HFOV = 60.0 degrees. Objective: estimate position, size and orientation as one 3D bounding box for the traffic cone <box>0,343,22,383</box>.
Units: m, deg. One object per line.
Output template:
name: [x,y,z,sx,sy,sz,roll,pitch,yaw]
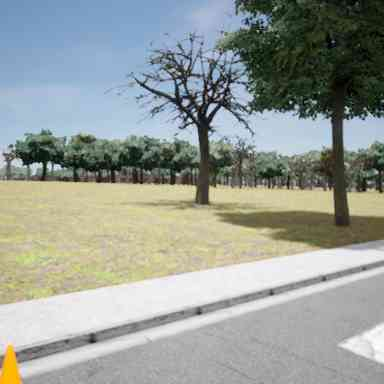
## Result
traffic cone: [-1.993,1.956,3.645,0.340,0.580,0.340,0,0,-36]
